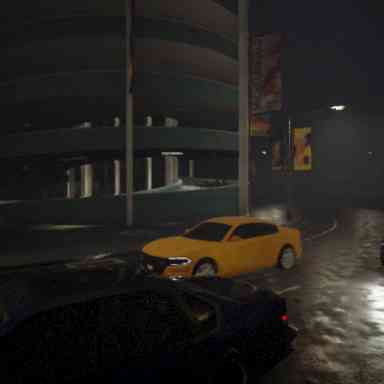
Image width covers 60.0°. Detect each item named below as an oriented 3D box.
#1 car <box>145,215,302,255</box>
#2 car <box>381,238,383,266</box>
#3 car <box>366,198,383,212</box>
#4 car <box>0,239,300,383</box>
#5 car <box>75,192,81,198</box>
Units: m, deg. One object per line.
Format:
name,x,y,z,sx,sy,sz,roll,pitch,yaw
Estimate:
car,0.995,1.453,9.185,5.008,1.535,1.882,0,0,-39
car,7.478,1.432,10.412,1.882,1.535,5.008,0,0,43
car,21.256,1.376,36.943,1.812,1.442,4.674,0,0,-1
car,-1.254,1.544,3.155,5.357,1.411,2.033,0,0,-37
car,-19.405,0.945,57.770,2.435,2.045,5.566,0,0,-36
